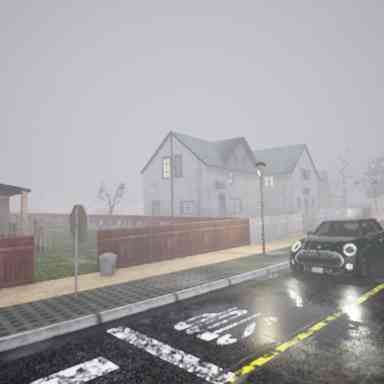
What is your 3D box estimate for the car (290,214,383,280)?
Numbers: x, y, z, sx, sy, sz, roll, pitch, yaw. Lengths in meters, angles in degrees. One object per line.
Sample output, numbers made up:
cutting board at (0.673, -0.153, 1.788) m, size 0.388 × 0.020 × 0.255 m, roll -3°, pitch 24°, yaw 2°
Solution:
car at (5.118, 1.676, 11.196) m, size 2.097 × 1.767 × 4.553 m, roll -4°, pitch -4°, yaw 43°
